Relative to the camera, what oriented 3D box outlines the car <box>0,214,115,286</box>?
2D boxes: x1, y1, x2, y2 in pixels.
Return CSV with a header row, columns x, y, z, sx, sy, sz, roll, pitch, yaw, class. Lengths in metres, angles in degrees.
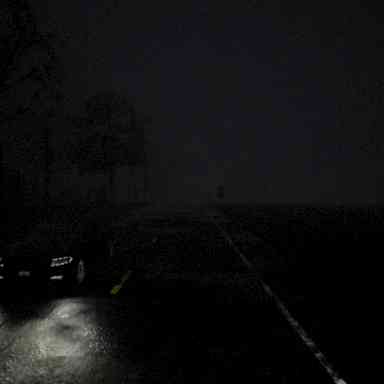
x,y,z,sx,sy,sz,roll,pitch,yaw,class
-3.601,1.474,9.635,1.882,1.535,5.008,0,0,0,car
